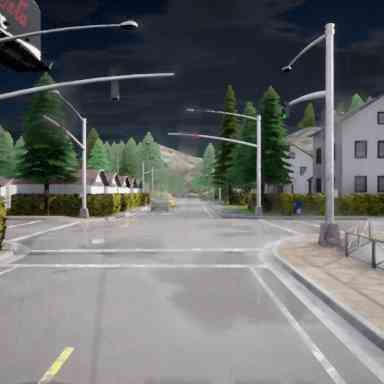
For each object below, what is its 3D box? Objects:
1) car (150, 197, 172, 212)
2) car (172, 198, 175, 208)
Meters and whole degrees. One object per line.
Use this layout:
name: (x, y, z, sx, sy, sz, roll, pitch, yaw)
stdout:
car: (-3.583, 1.526, 38.128, 1.812, 1.442, 4.674, 0, 0, 0)
car: (-3.585, 1.478, 48.600, 1.882, 1.535, 5.008, 0, 0, 0)
